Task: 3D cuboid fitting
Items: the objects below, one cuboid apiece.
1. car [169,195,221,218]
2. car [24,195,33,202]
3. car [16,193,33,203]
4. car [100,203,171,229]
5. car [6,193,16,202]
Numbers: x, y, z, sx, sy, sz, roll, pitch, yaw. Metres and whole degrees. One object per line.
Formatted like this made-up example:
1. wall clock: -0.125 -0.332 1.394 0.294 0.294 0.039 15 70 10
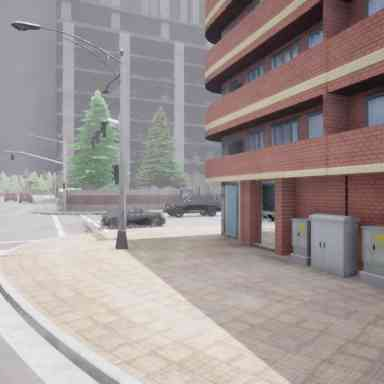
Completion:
1. car: 0.088 1.277 31.288 5.566 2.045 2.150 0 0 -23
2. car: -38.892 1.524 79.102 1.812 1.442 4.674 0 0 -23
3. car: -34.743 1.225 69.363 2.150 2.045 5.566 0 0 -23
4. car: -3.869 1.621 21.833 4.181 1.385 1.994 0 0 -23
5. car: -42.170 1.225 77.866 2.150 2.045 5.566 0 0 -23
